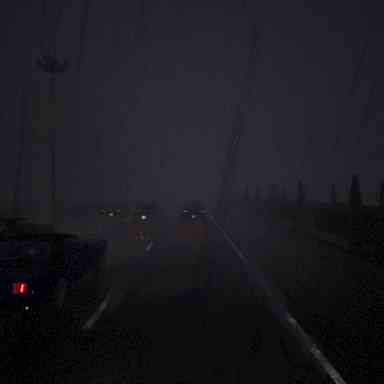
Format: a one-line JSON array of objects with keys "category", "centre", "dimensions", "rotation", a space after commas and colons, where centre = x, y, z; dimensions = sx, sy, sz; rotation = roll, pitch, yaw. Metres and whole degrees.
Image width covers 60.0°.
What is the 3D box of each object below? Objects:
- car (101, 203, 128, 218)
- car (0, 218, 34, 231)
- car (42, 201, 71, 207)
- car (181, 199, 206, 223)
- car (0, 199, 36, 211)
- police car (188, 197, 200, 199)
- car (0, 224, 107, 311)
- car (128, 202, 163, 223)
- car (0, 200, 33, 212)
[{"category": "car", "centre": [-6.900, 1.622, 30.700], "dimensions": [1.895, 1.301, 4.718], "rotation": [0, 0, 0]}, {"category": "car", "centre": [-6.900, 1.610, 12.470], "dimensions": [1.895, 1.301, 4.718], "rotation": [0, 0, 0]}, {"category": "car", "centre": [-14.067, 1.626, 35.303], "dimensions": [1.895, 1.301, 4.718], "rotation": [0, 0, 0]}, {"category": "car", "centre": [0.100, 1.544, 25.912], "dimensions": [1.812, 1.442, 4.674], "rotation": [0, 0, 0]}, {"category": "car", "centre": [-17.576, 1.530, 33.604], "dimensions": [1.837, 1.490, 4.892], "rotation": [0, -1, 0]}, {"category": "police car", "centre": [0.101, 1.455, 43.048], "dimensions": [1.930, 1.638, 5.238], "rotation": [0, 0, 0]}, {"category": "car", "centre": [-3.400, 1.606, 7.704], "dimensions": [1.895, 1.301, 4.718], "rotation": [0, 0, 0]}, {"category": "car", "centre": [-3.400, 1.523, 25.893], "dimensions": [1.837, 1.490, 4.892], "rotation": [0, 0, 0]}, {"category": "car", "centre": [-21.034, 1.629, 39.648], "dimensions": [1.895, 1.301, 4.718], "rotation": [0, 0, 1]}]
